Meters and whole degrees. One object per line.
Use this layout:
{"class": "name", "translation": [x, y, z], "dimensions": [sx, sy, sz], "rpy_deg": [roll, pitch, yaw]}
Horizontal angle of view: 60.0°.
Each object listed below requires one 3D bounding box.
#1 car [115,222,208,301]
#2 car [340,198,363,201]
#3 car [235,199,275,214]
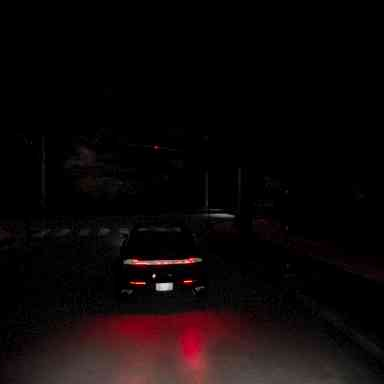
{"class": "car", "translation": [-0.836, 1.492, 8.389], "dimensions": [2.128, 1.511, 4.902], "rpy_deg": [0, 0, -8]}
{"class": "car", "translation": [15.299, 1.348, 32.764], "dimensions": [4.892, 1.490, 1.837], "rpy_deg": [0, 0, -12]}
{"class": "car", "translation": [6.271, 1.369, 30.764], "dimensions": [4.674, 1.442, 1.812], "rpy_deg": [0, 0, -12]}
